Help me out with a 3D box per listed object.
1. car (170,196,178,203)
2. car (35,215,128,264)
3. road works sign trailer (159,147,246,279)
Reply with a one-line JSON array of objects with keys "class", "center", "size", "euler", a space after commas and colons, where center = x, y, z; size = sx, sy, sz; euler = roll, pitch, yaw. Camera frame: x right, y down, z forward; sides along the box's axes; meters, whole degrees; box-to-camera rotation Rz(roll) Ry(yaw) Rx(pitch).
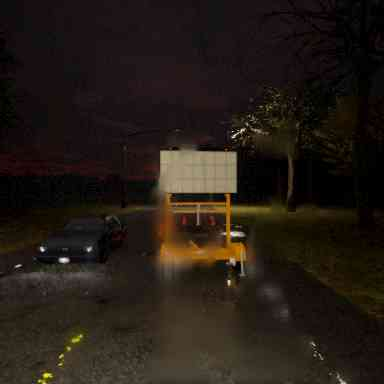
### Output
[{"class": "car", "center": [-3.610, 1.538, 61.659], "size": [1.882, 1.535, 5.008], "euler": [0, 0, 0]}, {"class": "car", "center": [-3.622, 1.543, 12.072], "size": [2.033, 1.411, 5.357], "euler": [0, 0, 0]}, {"class": "road works sign trailer", "center": [0.177, 0.461, 10.120], "size": [2.380, 3.560, 2.880], "euler": [0, 0, -8]}]
